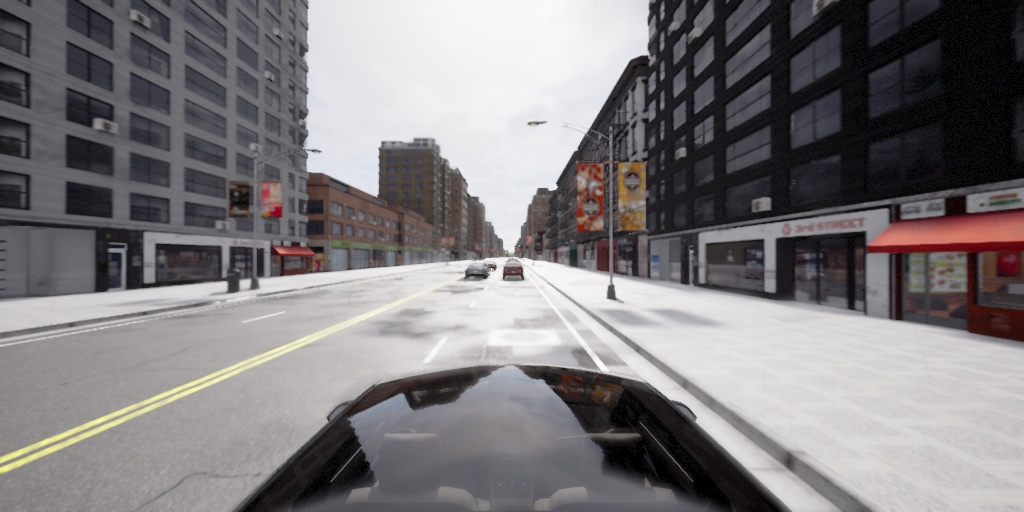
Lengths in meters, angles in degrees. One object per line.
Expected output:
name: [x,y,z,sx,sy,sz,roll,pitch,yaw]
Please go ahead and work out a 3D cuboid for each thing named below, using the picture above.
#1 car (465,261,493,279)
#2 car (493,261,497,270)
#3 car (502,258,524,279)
car: [-3.137,1.320,32.846,1.994,1.385,4.181,0,0,0]
car: [-3.127,1.356,51.524,1.895,1.301,4.718,0,0,0]
car: [0.115,1.234,33.353,1.882,1.535,5.008,0,0,0]
